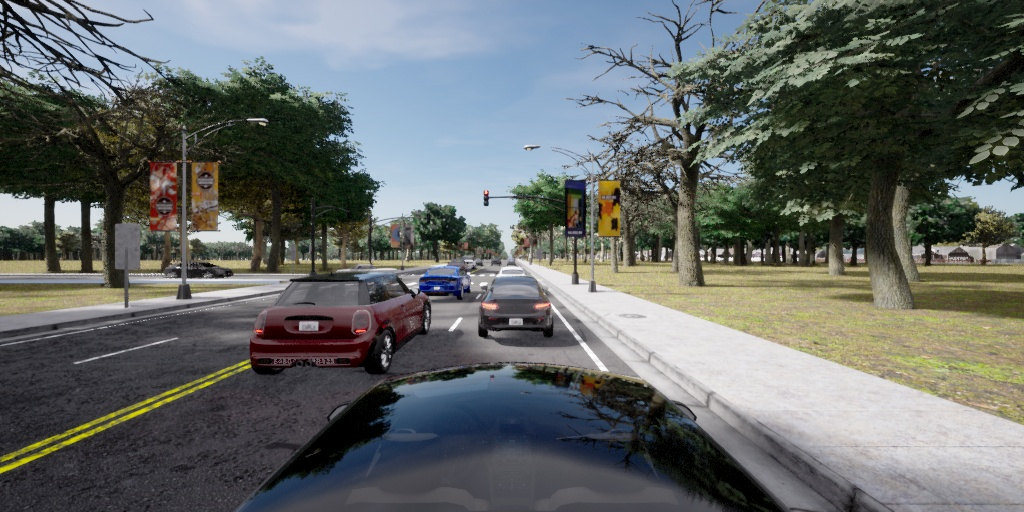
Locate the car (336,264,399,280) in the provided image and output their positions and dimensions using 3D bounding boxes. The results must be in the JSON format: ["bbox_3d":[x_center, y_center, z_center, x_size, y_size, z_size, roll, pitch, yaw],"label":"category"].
[{"bbox_3d":[-12.198,1.354,30.662,4.718,1.301,1.895,0,0,-11],"label":"car"}]

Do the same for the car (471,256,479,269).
[{"bbox_3d":[-6.692,0.994,54.294,2.150,2.045,5.566,0,0,-1],"label":"car"}]

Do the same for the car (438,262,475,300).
[{"bbox_3d":[-3.179,1.230,17.778,1.882,1.535,5.008,0,0,1],"label":"car"}]

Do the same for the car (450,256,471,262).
[{"bbox_3d":[-6.673,1.116,43.611,2.097,1.767,4.553,0,0,0],"label":"car"}]

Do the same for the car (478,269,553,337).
[{"bbox_3d":[0.086,1.276,10.154,1.812,1.442,4.674,0,0,0],"label":"car"}]

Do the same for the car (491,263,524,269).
[{"bbox_3d":[0.033,1.279,19.257,1.812,1.442,4.674,0,0,0],"label":"car"}]

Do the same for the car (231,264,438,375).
[{"bbox_3d":[-3.159,1.102,7.669,2.097,1.767,4.553,0,0,0],"label":"car"}]

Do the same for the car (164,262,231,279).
[{"bbox_3d":[-26.084,1.233,29.973,4.892,1.490,1.837,0,0,0],"label":"car"}]
